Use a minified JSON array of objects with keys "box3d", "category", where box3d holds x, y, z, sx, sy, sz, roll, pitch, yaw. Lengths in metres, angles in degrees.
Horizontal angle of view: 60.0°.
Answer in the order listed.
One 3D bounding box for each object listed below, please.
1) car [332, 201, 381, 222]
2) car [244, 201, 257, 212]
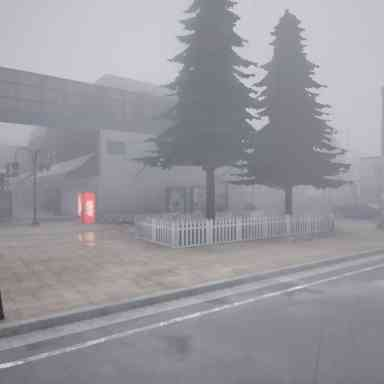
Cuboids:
[{"box3d":[13.166,1.462,25.295,1.882,1.535,5.008,0,0,-33],"category":"car"},{"box3d":[5.270,1.548,37.149,1.994,1.385,4.181,0,0,-34],"category":"car"}]
